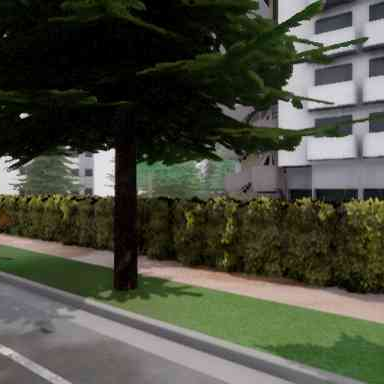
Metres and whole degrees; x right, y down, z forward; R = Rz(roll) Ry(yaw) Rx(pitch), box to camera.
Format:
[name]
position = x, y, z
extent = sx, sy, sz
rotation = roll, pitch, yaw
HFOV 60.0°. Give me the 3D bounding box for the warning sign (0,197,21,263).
[warning sign]
position = -5.979, 1.099, 9.821
extent = 1.060, 1.860, 1.300
rotation = 0, 0, 38
